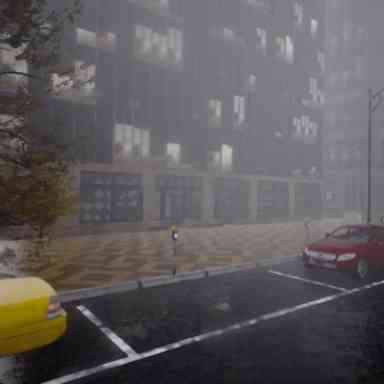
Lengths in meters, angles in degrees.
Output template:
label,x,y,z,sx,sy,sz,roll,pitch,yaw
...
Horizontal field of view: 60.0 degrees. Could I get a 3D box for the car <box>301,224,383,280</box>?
label,x,y,z,sx,sy,sz,roll,pitch,yaw
car,5.181,1.677,10.262,4.206,1.307,1.802,1,0,-36

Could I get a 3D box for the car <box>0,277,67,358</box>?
label,x,y,z,sx,sy,sz,roll,pitch,yaw
car,-4.001,1.514,3.695,4.829,1.417,1.752,1,0,-36
